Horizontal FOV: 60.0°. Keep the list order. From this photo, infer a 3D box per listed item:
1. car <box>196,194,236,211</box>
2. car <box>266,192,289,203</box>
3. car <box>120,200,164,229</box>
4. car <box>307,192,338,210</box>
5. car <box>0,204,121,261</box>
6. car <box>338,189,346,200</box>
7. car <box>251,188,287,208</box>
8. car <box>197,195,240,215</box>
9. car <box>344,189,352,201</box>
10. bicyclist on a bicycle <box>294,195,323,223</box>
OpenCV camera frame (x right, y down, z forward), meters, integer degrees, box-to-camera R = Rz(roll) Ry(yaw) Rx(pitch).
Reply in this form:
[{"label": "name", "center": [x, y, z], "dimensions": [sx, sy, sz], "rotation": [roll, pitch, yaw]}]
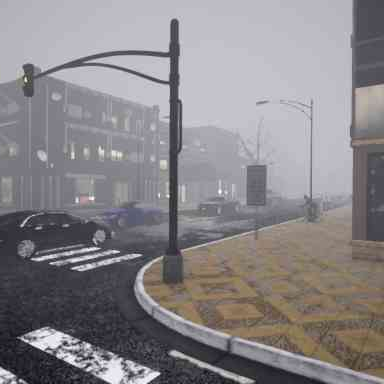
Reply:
[{"label": "car", "center": [2.450, 1.011, 33.334], "dimensions": [2.008, 1.369, 4.403], "rotation": [2, 2, 35]}, {"label": "car", "center": [12.165, 0.767, 47.200], "dimensions": [1.802, 1.307, 4.206], "rotation": [2, 2, 35]}, {"label": "car", "center": [-3.596, 1.248, 19.835], "dimensions": [1.812, 1.442, 4.674], "rotation": [1, 1, 37]}, {"label": "car", "center": [12.711, 0.993, 33.025], "dimensions": [2.008, 1.369, 4.403], "rotation": [2, 2, 35]}, {"label": "car", "center": [-5.125, 1.374, 12.016], "dimensions": [1.837, 1.490, 4.892], "rotation": [1, 1, 35]}, {"label": "car", "center": [23.611, 0.645, 53.521], "dimensions": [1.895, 1.301, 4.718], "rotation": [1, 1, 35]}, {"label": "car", "center": [8.368, 0.599, 37.100], "dimensions": [2.150, 2.045, 5.566], "rotation": [1, 1, 35]}, {"label": "car", "center": [2.351, 1.028, 28.431], "dimensions": [1.882, 1.535, 5.008], "rotation": [1, 1, 35]}, {"label": "car", "center": [25.475, 0.619, 51.642], "dimensions": [1.887, 1.381, 4.507], "rotation": [2, 2, 35]}, {"label": "bicyclist on a bicycle", "center": [6.834, 1.003, 19.557], "dimensions": [1.656, 1.620, 0.582], "rotation": [0, 1, 35]}]
